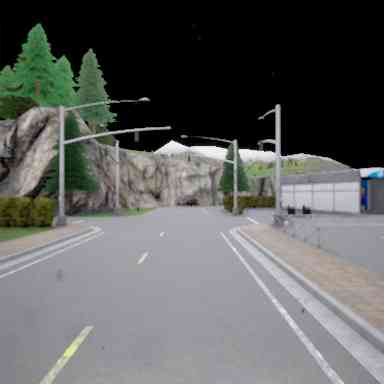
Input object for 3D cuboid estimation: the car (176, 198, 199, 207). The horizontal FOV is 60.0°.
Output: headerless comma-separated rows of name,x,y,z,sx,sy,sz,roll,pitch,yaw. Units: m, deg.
car,-0.903,1.906,64.305,4.553,1.767,2.097,1,0,-37
